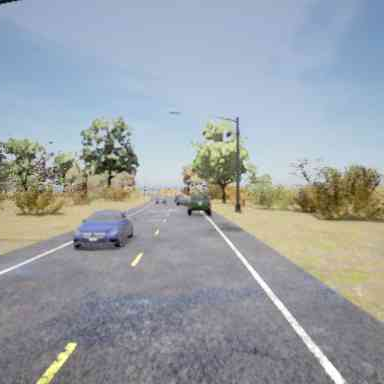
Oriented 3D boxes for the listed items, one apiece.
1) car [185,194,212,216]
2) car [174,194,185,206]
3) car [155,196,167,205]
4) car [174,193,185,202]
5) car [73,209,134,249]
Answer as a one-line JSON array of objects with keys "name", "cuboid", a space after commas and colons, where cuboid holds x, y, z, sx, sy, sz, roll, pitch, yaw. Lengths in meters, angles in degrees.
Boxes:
[{"name": "car", "cuboid": [0.659, 1.164, 32.463, 2.150, 2.045, 5.566, 0, 0, -2]}, {"name": "car", "cuboid": [-1.470, 1.458, 52.867, 1.994, 1.385, 4.181, 0, 0, -3]}, {"name": "car", "cuboid": [-5.295, 1.386, 57.007, 2.128, 1.511, 4.902, 0, 0, -3]}, {"name": "car", "cuboid": [-2.653, 1.195, 69.985, 2.097, 1.767, 4.553, 0, 0, -4]}, {"name": "car", "cuboid": [-3.724, 1.510, 14.725, 1.812, 1.442, 4.674, 0, 0, -1]}]
